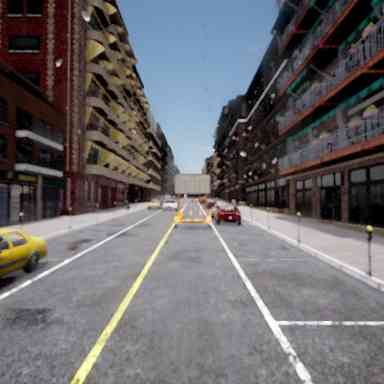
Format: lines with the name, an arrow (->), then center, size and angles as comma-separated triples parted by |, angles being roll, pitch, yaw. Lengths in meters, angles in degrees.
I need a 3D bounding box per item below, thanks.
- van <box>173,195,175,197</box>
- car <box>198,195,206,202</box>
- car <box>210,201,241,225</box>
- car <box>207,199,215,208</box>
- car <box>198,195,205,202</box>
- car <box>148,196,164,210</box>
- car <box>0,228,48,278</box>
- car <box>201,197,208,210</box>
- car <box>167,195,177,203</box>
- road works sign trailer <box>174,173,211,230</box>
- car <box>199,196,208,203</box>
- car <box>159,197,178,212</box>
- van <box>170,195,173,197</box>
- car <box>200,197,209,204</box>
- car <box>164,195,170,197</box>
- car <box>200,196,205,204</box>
van -> -5.158, 1.672, 69.285 | 1.690, 1.788, 3.998 | 1, 0, 0
car -> 2.731, 1.801, 91.332 | 2.192, 1.841, 5.009 | 1, 0, 0
car -> 2.633, 1.635, 24.962 | 1.887, 1.381, 4.507 | 1, 0, 0
car -> 2.644, 1.640, 30.664 | 1.752, 1.417, 4.829 | 1, 0, 0
car -> 2.718, 1.874, 69.207 | 1.887, 1.381, 4.507 | 1, 0, 0
car -> -5.205, 1.725, 46.992 | 1.752, 1.417, 4.829 | 2, 0, 0
car -> -5.277, 1.553, 8.285 | 1.752, 1.417, 4.829 | 2, 0, 0
car -> 2.675, 1.743, 47.084 | 1.887, 1.381, 4.507 | 1, 0, 0
car -> -5.125, 1.762, 85.875 | 2.192, 1.841, 5.009 | 1, 0, 0
road works sign trailer -> 0.041, 0.540, 21.636 | 2.380, 3.560, 2.880 | 0, 0, 0
car -> 2.749, 1.845, 80.269 | 1.967, 1.590, 4.097 | 1, 0, 0
car -> -2.759, 1.700, 42.452 | 1.812, 1.442, 4.674 | 0, 0, 0
van -> -5.168, 1.636, 63.753 | 1.690, 1.788, 3.998 | 2, 0, 0
car -> 2.728, 1.911, 74.737 | 1.887, 1.381, 4.507 | 1, 0, 0
car -> -5.188, 1.545, 52.695 | 2.192, 1.841, 5.009 | 2, 0, 0
car -> 2.685, 1.779, 52.615 | 2.008, 1.369, 4.403 | 1, 0, 0
